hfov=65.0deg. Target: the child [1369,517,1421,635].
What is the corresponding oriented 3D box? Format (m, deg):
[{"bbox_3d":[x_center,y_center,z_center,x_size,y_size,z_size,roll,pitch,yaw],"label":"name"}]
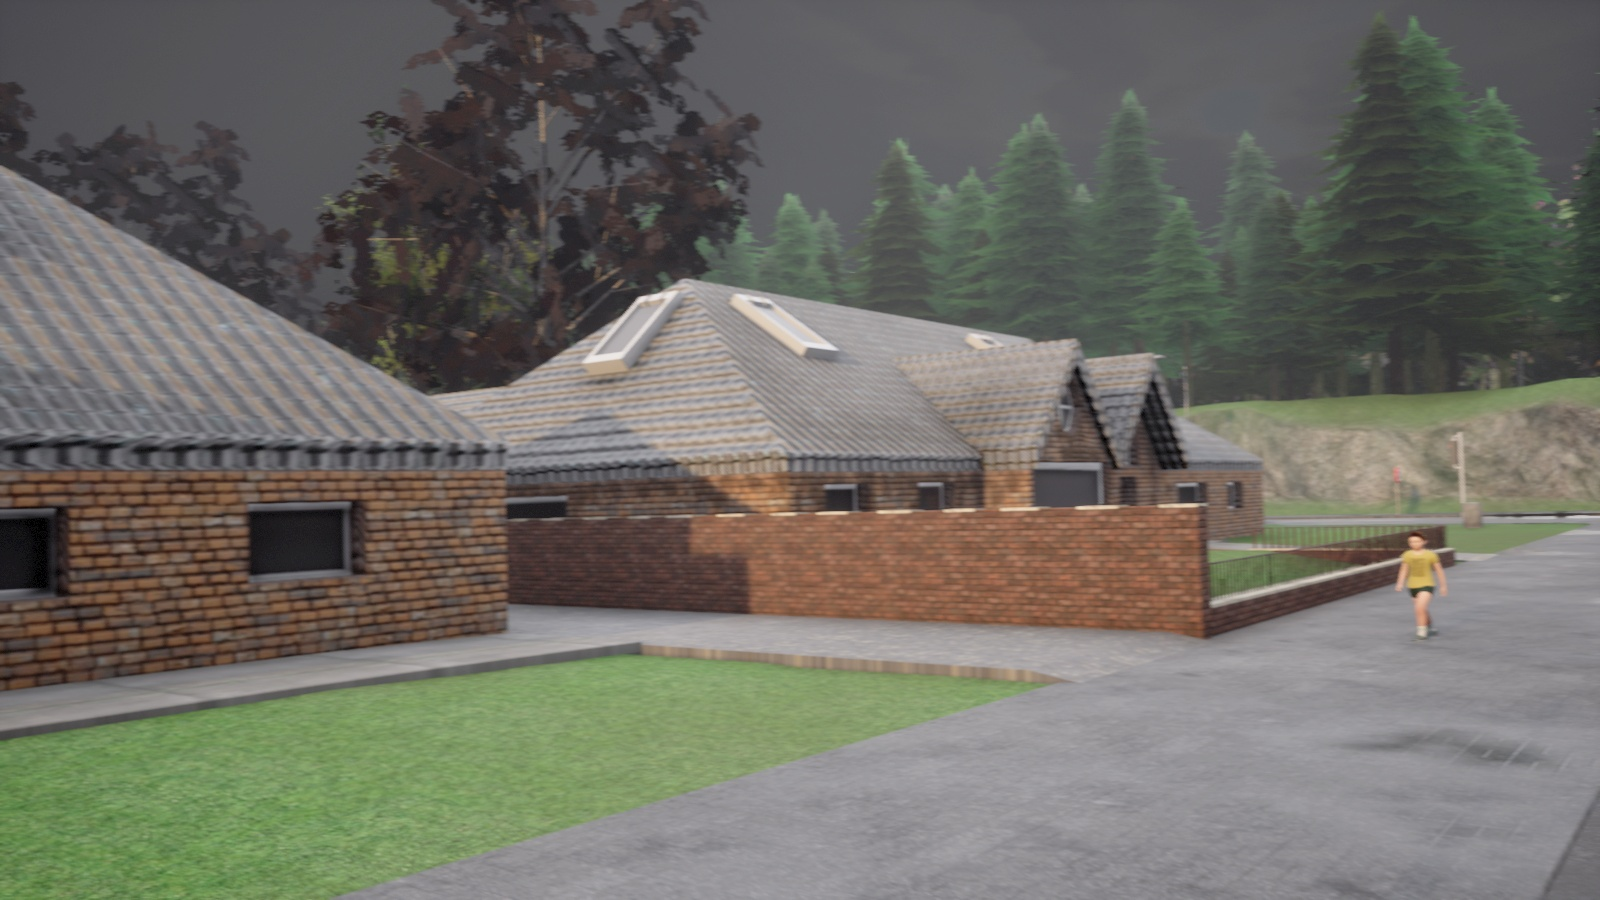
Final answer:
[{"bbox_3d":[5.781,1.215,12.198,0.394,1.110,0.255,0,-3,-39],"label":"child"}]
